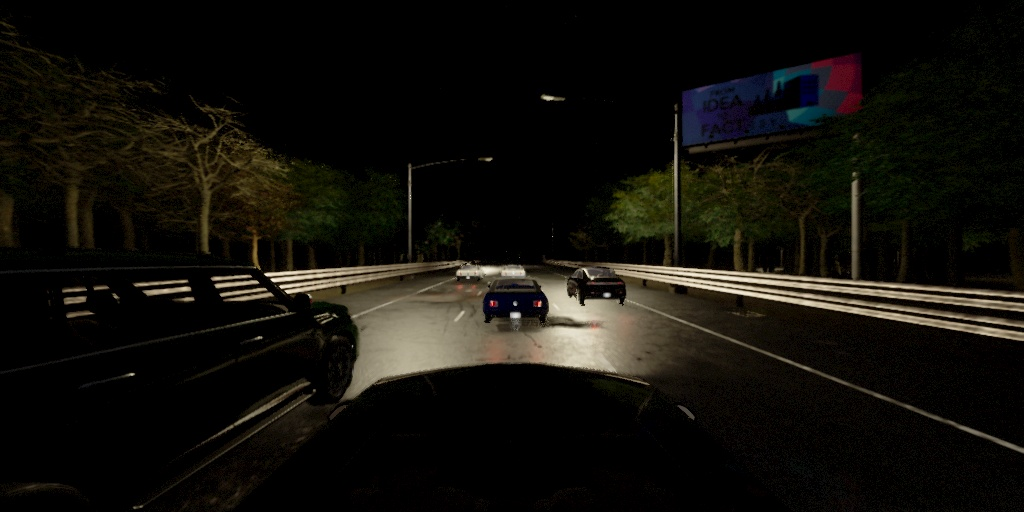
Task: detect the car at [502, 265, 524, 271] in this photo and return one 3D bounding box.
[{"bbox_3d":[0.101,1.394,29.921,1.895,1.301,4.718,0,0,0],"label":"car"}]

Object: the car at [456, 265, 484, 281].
[{"bbox_3d":[-3.405,1.394,30.000,1.895,1.301,4.718,0,0,0],"label":"car"}]

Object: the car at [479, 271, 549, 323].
[{"bbox_3d":[0.101,1.366,12.204,1.895,1.301,4.718,0,0,0],"label":"car"}]

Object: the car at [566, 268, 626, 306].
[{"bbox_3d":[3.600,1.262,15.992,2.128,1.511,4.902,0,0,0],"label":"car"}]

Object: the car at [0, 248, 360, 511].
[{"bbox_3d":[-3.401,0.973,3.136,2.150,2.045,5.566,0,0,0],"label":"car"}]
